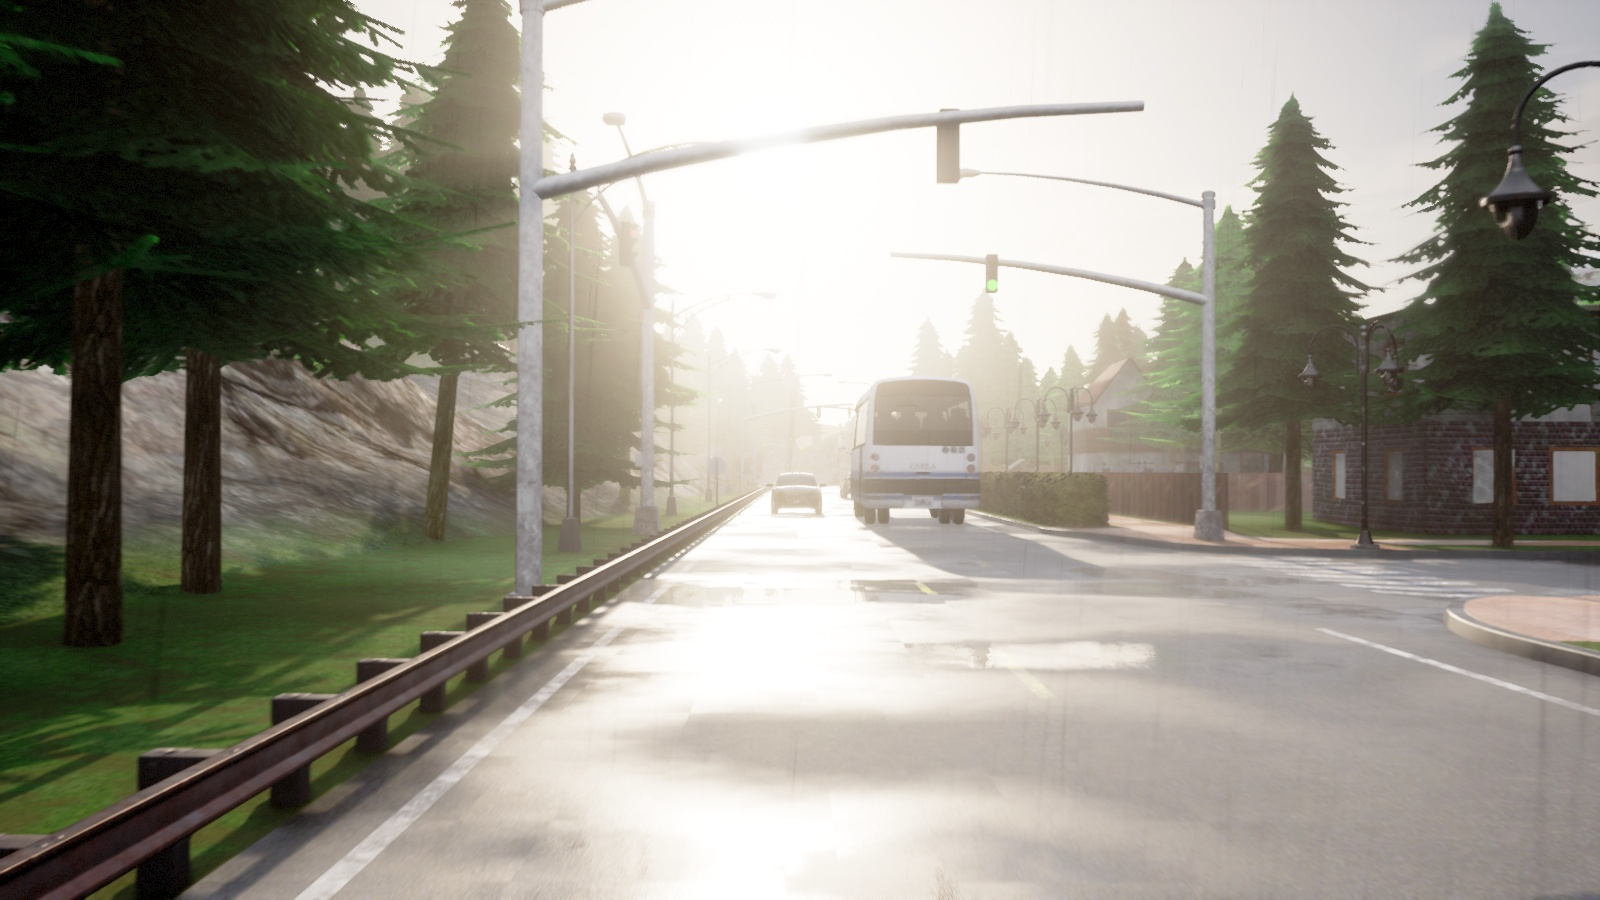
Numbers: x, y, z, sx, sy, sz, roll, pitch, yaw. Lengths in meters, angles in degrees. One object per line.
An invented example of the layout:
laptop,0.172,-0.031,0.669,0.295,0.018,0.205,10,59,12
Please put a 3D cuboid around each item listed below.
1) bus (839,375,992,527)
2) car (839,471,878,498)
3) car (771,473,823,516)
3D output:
bus,3.397,0.101,40.395,3.944,4.253,10.273,0,-1,0
car,3.326,1.955,72.109,2.007,1.525,4.514,0,-1,0
car,-0.112,1.596,46.321,1.837,1.490,4.892,0,-1,0
